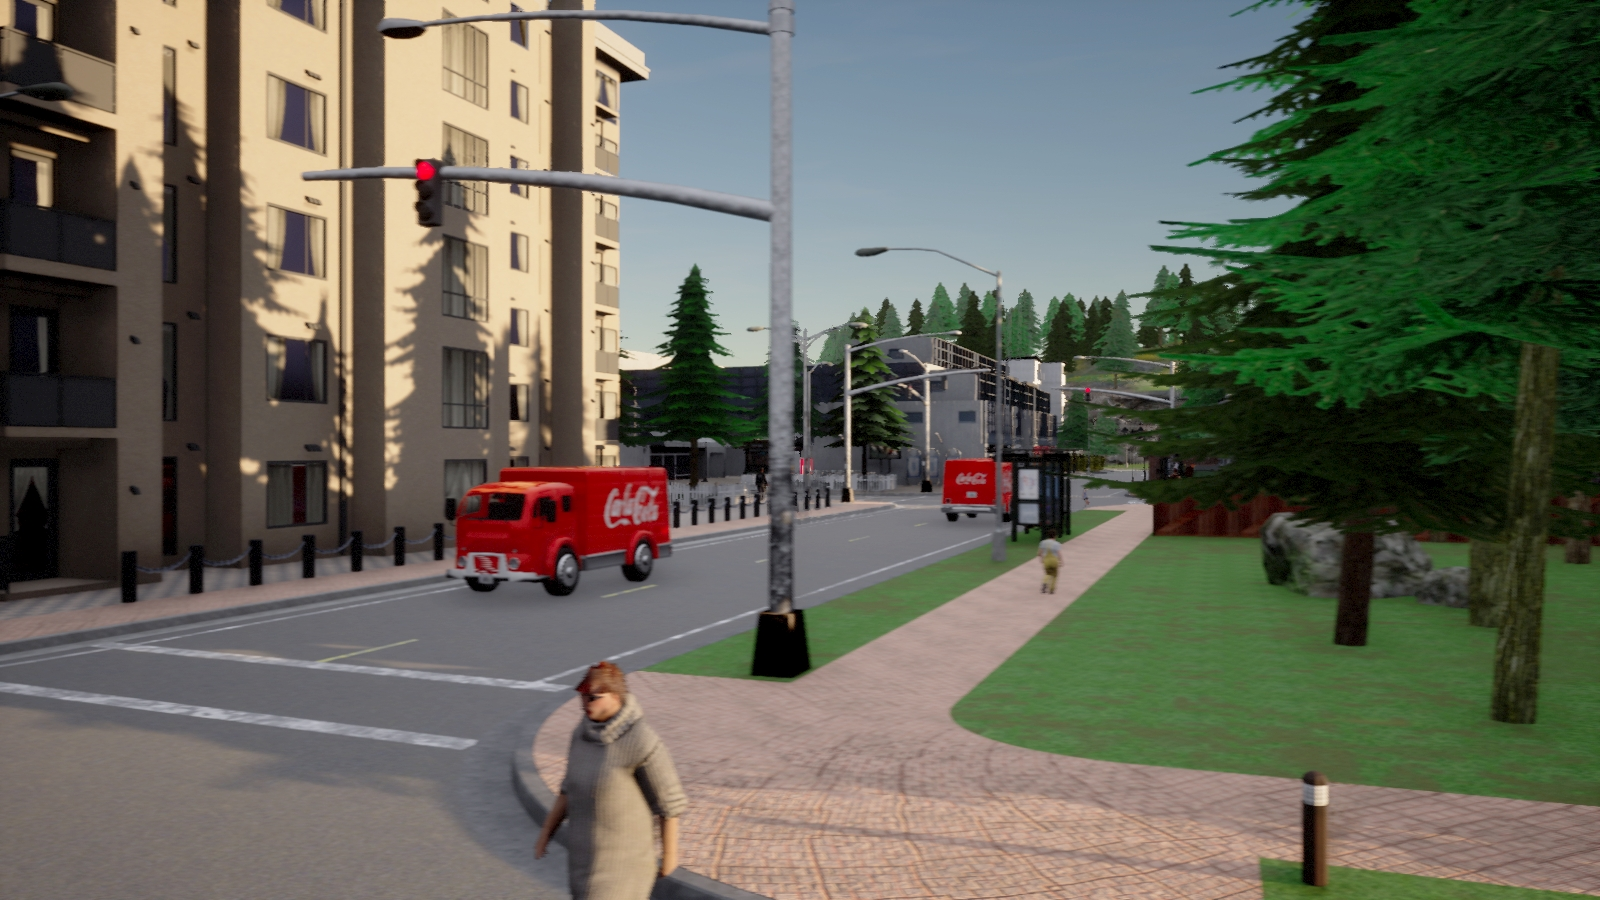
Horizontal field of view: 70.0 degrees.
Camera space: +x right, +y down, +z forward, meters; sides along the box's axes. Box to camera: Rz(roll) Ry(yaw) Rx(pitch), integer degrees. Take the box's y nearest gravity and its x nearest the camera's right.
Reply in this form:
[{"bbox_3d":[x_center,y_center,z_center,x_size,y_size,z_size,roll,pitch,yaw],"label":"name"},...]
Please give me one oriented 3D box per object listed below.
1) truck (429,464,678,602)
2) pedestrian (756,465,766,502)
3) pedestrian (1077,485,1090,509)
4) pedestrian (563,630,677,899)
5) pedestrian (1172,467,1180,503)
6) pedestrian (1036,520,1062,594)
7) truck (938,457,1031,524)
[{"bbox_3d":[-4.912,1.550,23.759,2.627,2.467,5.204,0,0,22],"label":"truck"},{"bbox_3d":[-1.937,1.684,57.123,0.375,1.860,0.375,0,0,17],"label":"pedestrian"},{"bbox_3d":[13.397,2.208,54.032,0.500,1.100,0.500,0,0,29],"label":"pedestrian"},{"bbox_3d":[-0.843,1.817,5.365,0.375,1.860,0.375,0,0,41],"label":"pedestrian"},{"bbox_3d":[19.578,1.806,59.498,0.375,1.860,0.375,0,0,13],"label":"pedestrian"},{"bbox_3d":[4.574,1.955,20.979,0.375,1.300,0.375,0,0,31],"label":"pedestrian"},{"bbox_3d":[7.452,1.546,45.705,2.627,2.467,5.204,0,0,22],"label":"truck"}]
